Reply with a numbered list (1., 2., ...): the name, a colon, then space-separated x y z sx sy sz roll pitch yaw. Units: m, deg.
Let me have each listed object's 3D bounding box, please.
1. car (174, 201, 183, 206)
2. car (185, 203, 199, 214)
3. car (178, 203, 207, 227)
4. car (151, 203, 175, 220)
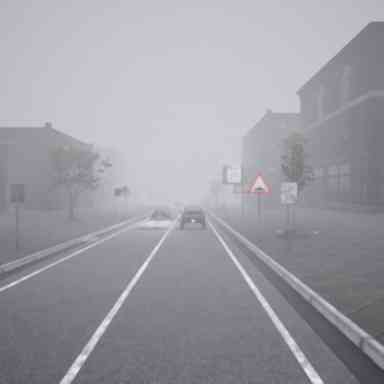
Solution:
1. car: -3.043 2.604 74.852 1.895 1.301 4.718 0 -1 0
2. car: 0.027 2.272 45.763 1.895 1.301 4.718 0 -1 0
3. car: 0.074 1.850 25.918 1.837 1.490 4.892 0 -1 0
4. car: -3.114 2.091 34.259 1.895 1.301 4.718 0 -1 0
